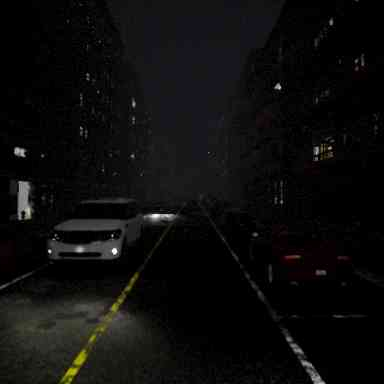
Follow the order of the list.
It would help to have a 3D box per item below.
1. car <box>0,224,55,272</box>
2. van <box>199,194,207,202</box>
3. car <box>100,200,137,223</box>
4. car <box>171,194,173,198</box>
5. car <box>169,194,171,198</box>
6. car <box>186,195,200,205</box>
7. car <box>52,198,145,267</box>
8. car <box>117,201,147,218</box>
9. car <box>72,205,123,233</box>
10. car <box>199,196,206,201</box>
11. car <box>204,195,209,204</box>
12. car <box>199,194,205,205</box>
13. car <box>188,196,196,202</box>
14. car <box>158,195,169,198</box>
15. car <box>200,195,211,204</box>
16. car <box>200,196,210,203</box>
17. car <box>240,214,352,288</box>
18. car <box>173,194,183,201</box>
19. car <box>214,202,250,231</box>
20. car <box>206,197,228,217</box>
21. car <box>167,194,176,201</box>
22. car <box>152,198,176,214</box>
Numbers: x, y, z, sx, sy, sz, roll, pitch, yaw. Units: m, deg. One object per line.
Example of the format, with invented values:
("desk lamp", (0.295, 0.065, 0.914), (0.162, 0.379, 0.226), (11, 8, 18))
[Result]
("car", (-5.678, 1.592, 9.235), (1.802, 1.307, 4.206), (1, 0, 0))
("van", (2.720, 1.444, 82.795), (1.690, 1.788, 3.998), (1, 0, 0))
("car", (-5.672, 1.469, 26.220), (1.967, 1.590, 4.097), (1, 0, 0))
("car", (-5.665, 1.612, 71.343), (1.752, 1.417, 4.829), (1, 0, 0))
("car", (-5.665, 1.604, 65.681), (1.752, 1.417, 4.829), (1, 0, 0))
("car", (0.011, 1.634, 58.640), (1.994, 1.385, 4.181), (0, 0, 0))
("car", (-3.050, 1.237, 11.850), (2.150, 2.045, 5.566), (0, 0, 0))
("car", (-5.673, 1.587, 31.881), (2.008, 1.369, 4.403), (1, 0, 0))
("car", (-5.675, 1.589, 20.558), (1.947, 1.339, 4.313), (1, 0, 0))
("car", (2.718, 1.694, 88.456), (1.802, 1.307, 4.206), (1, 0, 0))
("car", (3.008, 1.509, 45.580), (1.801, 1.575, 5.366), (0, 0, 0))
("car", (2.715, 1.512, 60.148), (1.967, 1.590, 4.097), (1, 0, 0))
("car", (0.014, 1.536, 73.762), (1.895, 1.301, 4.718), (0, 0, 0))
("car", (-5.667, 1.617, 60.190), (1.887, 1.381, 4.507), (1, 0, 0))
("car", (2.716, 1.519, 65.809), (1.967, 1.590, 4.097), (1, 0, 0))
("car", (2.715, 1.637, 71.471), (2.008, 1.369, 4.403), (1, 0, 0))
("car", (2.703, 1.555, 9.192), (1.887, 1.381, 4.507), (1, 0, 0))
("car", (-2.986, 1.330, 76.122), (1.994, 1.385, 4.181), (0, 0, 0))
("car", (2.705, 1.573, 20.516), (2.008, 1.369, 4.403), (1, 0, 0))
("car", (2.709, 1.476, 31.839), (1.967, 1.590, 4.097), (1, 0, 0))
("car", (-5.657, 1.437, 94.160), (2.192, 1.841, 5.009), (1, 0, 0))
("car", (-3.087, 1.604, 35.450), (1.994, 1.385, 4.181), (0, 0, 0))
